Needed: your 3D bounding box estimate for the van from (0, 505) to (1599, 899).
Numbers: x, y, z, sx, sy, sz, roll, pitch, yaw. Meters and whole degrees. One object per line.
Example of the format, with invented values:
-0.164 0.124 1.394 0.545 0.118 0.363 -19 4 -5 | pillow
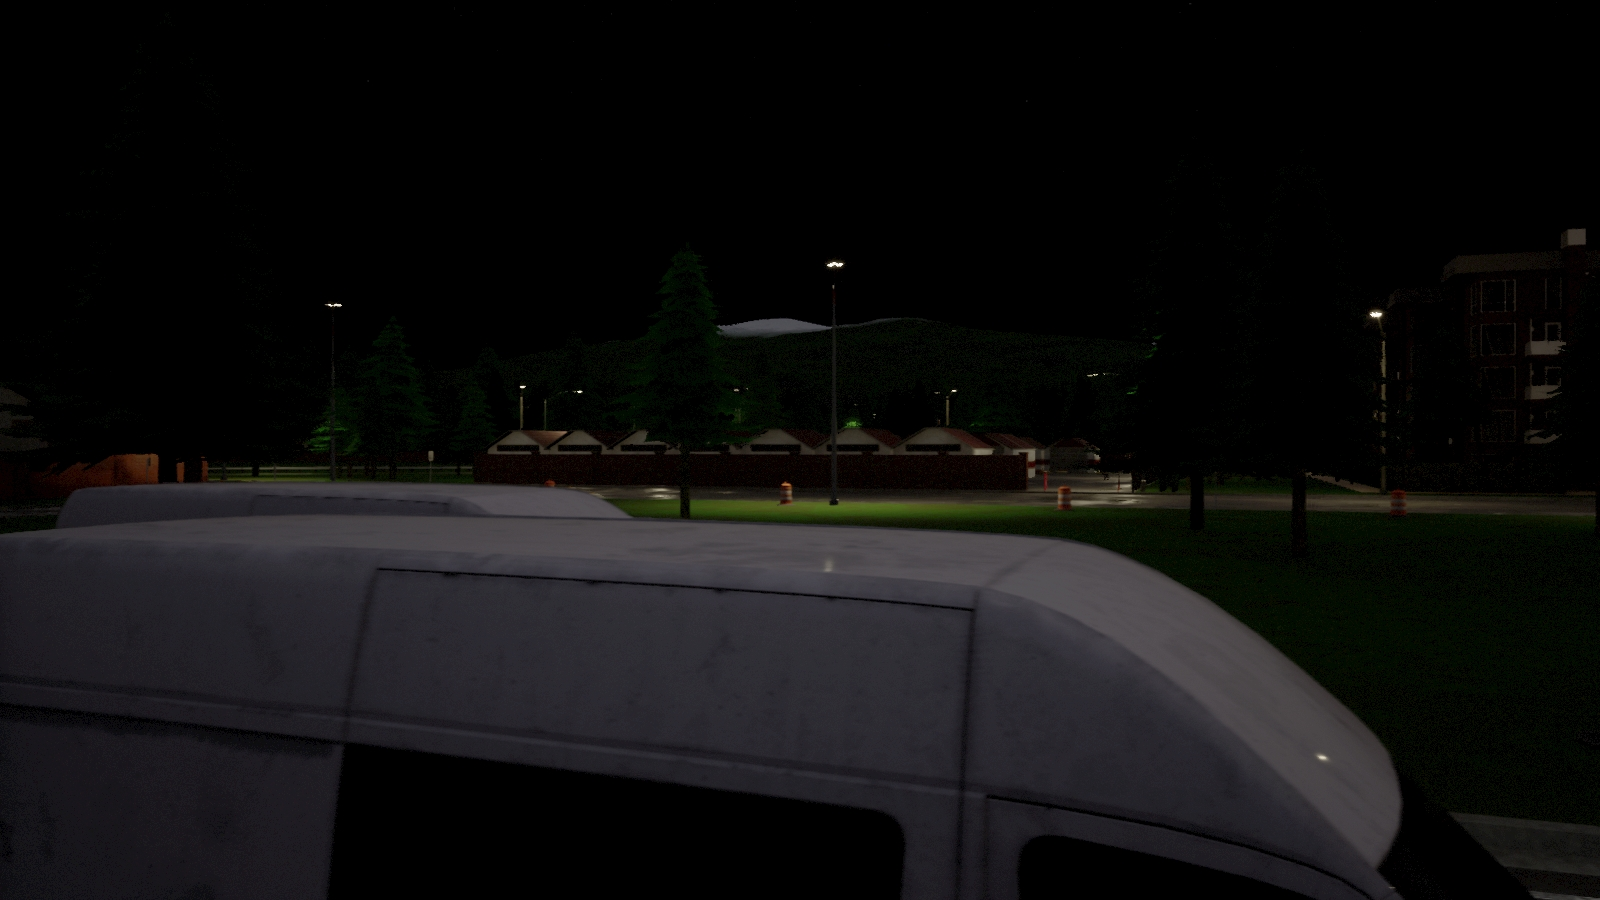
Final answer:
0.116 1.534 3.261 5.915 2.561 1.988 0 0 20 | van
